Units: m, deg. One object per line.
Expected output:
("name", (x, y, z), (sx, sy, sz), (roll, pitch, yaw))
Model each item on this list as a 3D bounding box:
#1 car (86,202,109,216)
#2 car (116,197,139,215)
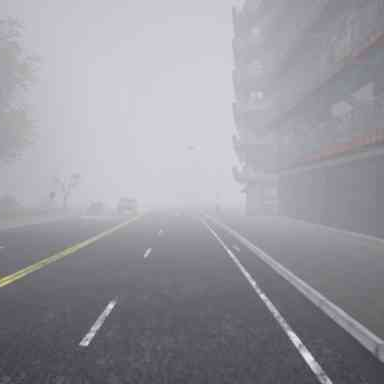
("car", (-10.990, 1.949, 38.789), (1.837, 1.490, 4.892), (0, -1, -3))
("car", (-7.837, 1.684, 40.754), (2.150, 2.045, 5.566), (0, -1, -3))
